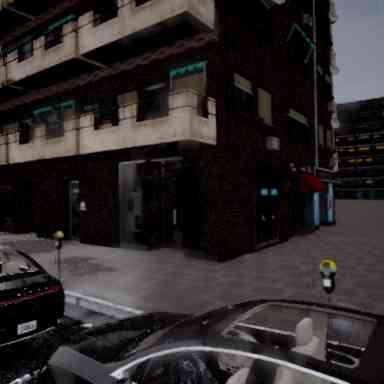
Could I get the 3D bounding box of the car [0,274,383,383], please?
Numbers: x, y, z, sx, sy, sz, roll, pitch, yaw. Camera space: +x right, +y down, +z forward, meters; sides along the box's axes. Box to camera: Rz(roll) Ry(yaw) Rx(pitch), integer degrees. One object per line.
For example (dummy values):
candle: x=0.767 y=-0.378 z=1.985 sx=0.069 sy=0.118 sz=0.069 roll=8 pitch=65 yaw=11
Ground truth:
car: x=0.558 y=1.555 z=2.488 sx=4.403 sy=1.369 sz=2.008 roll=0 pitch=-1 yaw=35

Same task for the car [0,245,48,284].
car: x=-3.976 y=1.583 z=5.719 sx=4.403 sy=1.369 sz=2.008 roll=0 pitch=-1 yaw=35
